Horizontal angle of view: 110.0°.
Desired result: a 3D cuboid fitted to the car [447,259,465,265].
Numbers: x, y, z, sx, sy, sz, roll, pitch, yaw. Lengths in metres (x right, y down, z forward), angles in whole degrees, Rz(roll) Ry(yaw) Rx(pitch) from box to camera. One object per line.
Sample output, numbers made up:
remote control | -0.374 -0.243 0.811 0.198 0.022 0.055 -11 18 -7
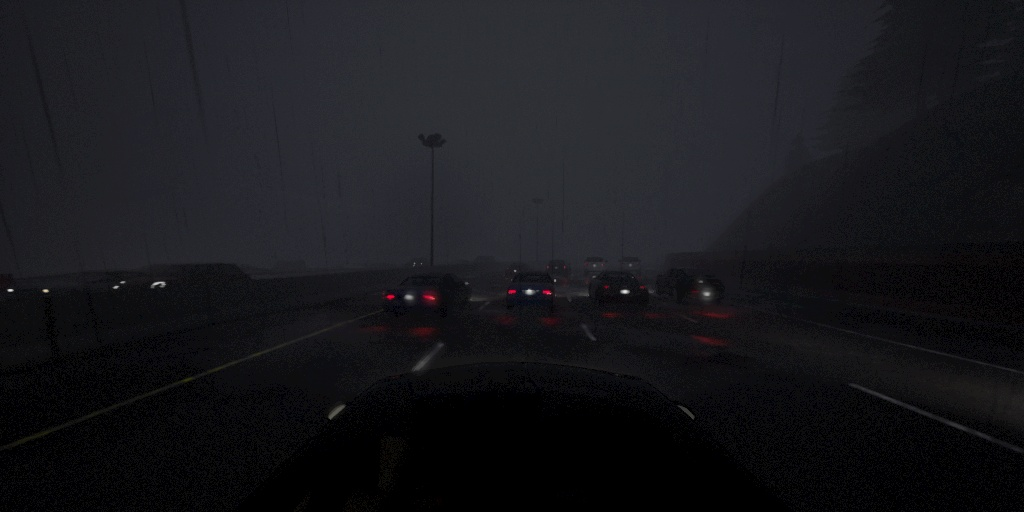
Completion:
car | -7.648 1.260 55.252 1.812 1.442 4.674 0 0 21

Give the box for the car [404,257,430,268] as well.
car | -14.797 1.066 56.000 2.097 1.767 4.553 0 0 20

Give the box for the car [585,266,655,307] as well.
car | 4.513 1.329 15.631 1.994 1.385 4.181 0 0 6

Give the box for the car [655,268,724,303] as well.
car | 8.173 1.281 16.915 1.837 1.490 4.892 0 0 7

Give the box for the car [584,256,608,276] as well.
car | 8.818 1.003 37.678 2.150 2.045 5.566 0 0 16

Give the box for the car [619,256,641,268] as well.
car | 13.131 1.016 39.907 2.150 2.045 5.566 0 0 17

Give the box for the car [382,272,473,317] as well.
car | -2.819 1.291 13.141 2.033 1.411 5.357 0 0 5

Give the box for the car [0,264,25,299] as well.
car | -23.926 1.158 14.334 1.882 1.535 5.008 0 0 5

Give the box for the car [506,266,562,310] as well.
car | 0.856 1.302 14.845 2.033 1.411 5.357 0 0 6

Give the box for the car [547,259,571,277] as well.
car | 4.653 1.119 35.528 2.097 1.767 4.553 0 0 14

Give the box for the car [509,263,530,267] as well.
car | 0.747 1.321 34.348 1.994 1.385 4.181 0 0 14

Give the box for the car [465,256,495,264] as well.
car | -4.367 0.965 54.092 2.150 2.045 5.566 0 0 21

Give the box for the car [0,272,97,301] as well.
car | -16.890 1.302 14.791 1.895 1.301 4.718 0 0 5

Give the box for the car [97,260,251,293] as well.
car | -13.335 1.064 14.850 2.097 1.767 4.553 0 0 6
